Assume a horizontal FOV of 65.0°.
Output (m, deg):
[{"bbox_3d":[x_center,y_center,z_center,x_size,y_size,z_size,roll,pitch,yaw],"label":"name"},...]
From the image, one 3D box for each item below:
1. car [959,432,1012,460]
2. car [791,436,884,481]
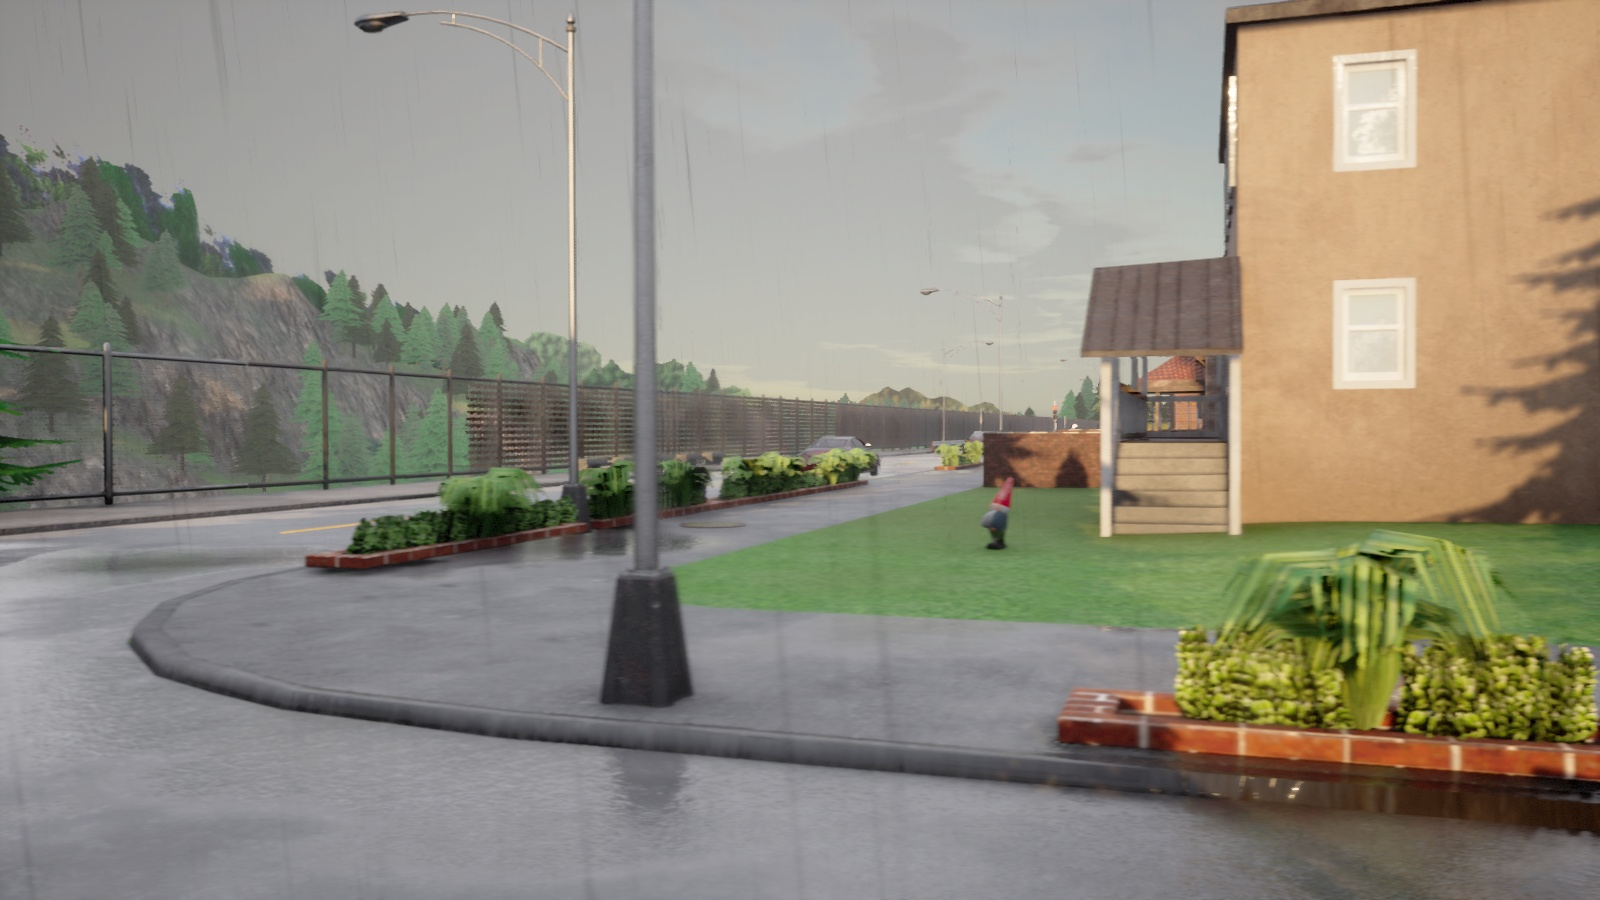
[{"bbox_3d":[10.358,-0.243,69.734,2.163,1.488,4.792,1,1,18],"label":"car"},{"bbox_3d":[1.312,0.231,41.752,1.994,1.385,4.181,1,1,18],"label":"car"}]
